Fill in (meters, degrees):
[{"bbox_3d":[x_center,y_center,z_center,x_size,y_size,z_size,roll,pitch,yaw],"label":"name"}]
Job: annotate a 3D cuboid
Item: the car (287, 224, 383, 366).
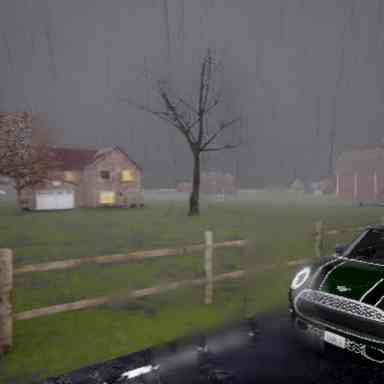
[{"bbox_3d":[3.717,1.366,5.722,4.553,1.767,2.097,0,0,-35],"label":"car"}]
